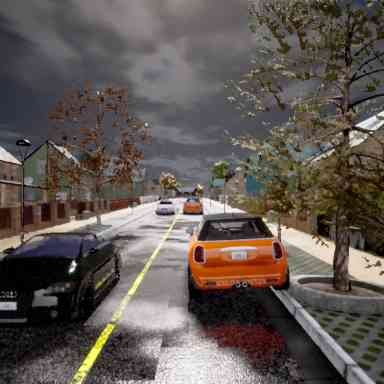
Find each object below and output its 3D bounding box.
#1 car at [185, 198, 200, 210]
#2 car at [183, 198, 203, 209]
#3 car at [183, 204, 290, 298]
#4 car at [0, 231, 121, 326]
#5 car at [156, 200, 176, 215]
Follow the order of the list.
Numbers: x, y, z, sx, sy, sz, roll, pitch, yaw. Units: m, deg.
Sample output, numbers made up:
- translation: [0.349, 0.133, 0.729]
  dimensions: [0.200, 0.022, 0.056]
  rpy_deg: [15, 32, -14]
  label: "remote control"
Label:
- translation: [0.095, 1.637, 45.940]
  dimensions: [2.033, 1.411, 5.357]
  rpy_deg: [0, 0, 1]
  label: "car"
- translation: [0.131, 1.415, 36.159]
  dimensions: [2.097, 1.767, 4.553]
  rpy_deg: [0, 0, 0]
  label: "car"
- translation: [0.935, 1.312, 8.727]
  dimensions: [2.097, 1.767, 4.553]
  rpy_deg: [-3, -1, 0]
  label: "car"
- translation: [-2.839, 1.572, 7.118]
  dimensions: [1.994, 1.385, 4.181]
  rpy_deg: [0, 0, 0]
  label: "car"
- translation: [-2.695, 1.585, 34.776]
  dimensions: [1.812, 1.442, 4.674]
  rpy_deg: [0, 0, 0]
  label: "car"
